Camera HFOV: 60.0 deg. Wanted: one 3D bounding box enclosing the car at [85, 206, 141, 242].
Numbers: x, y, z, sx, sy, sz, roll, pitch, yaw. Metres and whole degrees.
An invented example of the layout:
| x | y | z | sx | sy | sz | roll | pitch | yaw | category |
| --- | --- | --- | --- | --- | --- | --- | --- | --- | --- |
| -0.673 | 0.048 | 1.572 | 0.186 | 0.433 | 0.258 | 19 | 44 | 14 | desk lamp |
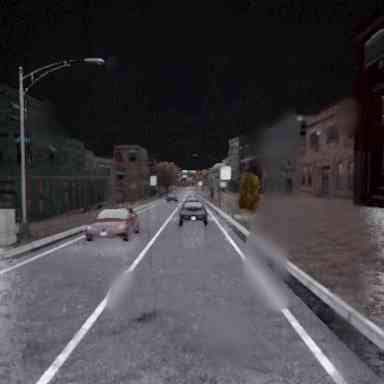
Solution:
| x | y | z | sx | sy | sz | roll | pitch | yaw | category |
| --- | --- | --- | --- | --- | --- | --- | --- | --- | --- |
| -3.614 | 1.442 | 15.961 | 1.812 | 1.442 | 4.674 | 0 | 0 | 0 | car |

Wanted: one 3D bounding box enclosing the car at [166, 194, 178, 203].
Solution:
| x | y | z | sx | sy | sz | roll | pitch | yaw | category |
| --- | --- | --- | --- | --- | --- | --- | --- | --- | --- |
| -3.504 | 1.110 | 59.206 | 2.033 | 1.411 | 5.357 | 0 | 0 | 1 | car |

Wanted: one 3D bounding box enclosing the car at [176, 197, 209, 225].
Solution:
| x | y | z | sx | sy | sz | roll | pitch | yaw | category |
| --- | --- | --- | --- | --- | --- | --- | --- | --- | --- |
| 0.088 | 1.358 | 22.948 | 1.837 | 1.490 | 4.892 | 0 | 1 | 0 | car |
